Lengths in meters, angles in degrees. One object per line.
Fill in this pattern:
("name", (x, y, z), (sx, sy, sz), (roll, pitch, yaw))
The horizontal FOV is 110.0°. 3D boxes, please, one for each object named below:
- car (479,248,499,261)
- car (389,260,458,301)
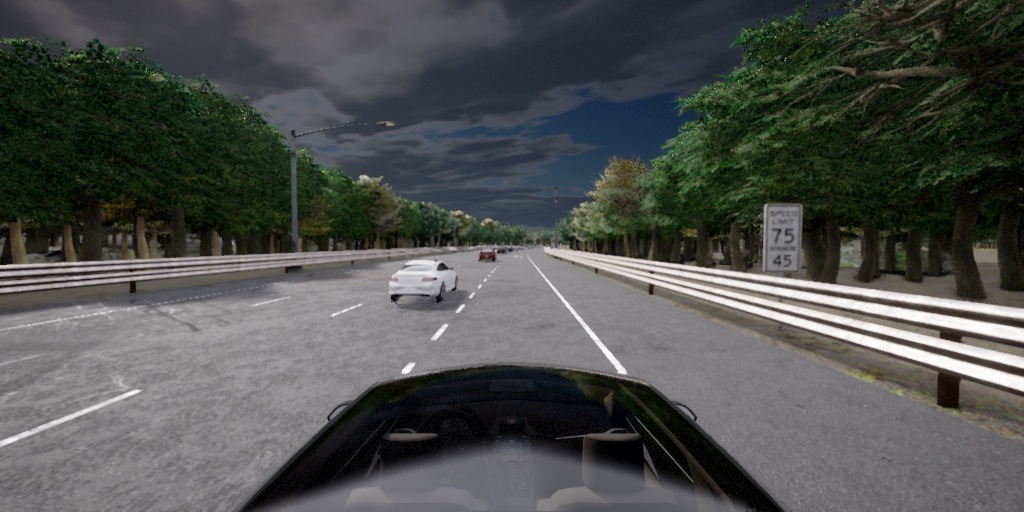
("car", (-2.930, -0.187, 44.120), (1.882, 1.535, 5.008), (0, 1, 1))
("car", (-3.351, 0.866, 14.088), (1.812, 1.442, 4.674), (0, 2, 1))
